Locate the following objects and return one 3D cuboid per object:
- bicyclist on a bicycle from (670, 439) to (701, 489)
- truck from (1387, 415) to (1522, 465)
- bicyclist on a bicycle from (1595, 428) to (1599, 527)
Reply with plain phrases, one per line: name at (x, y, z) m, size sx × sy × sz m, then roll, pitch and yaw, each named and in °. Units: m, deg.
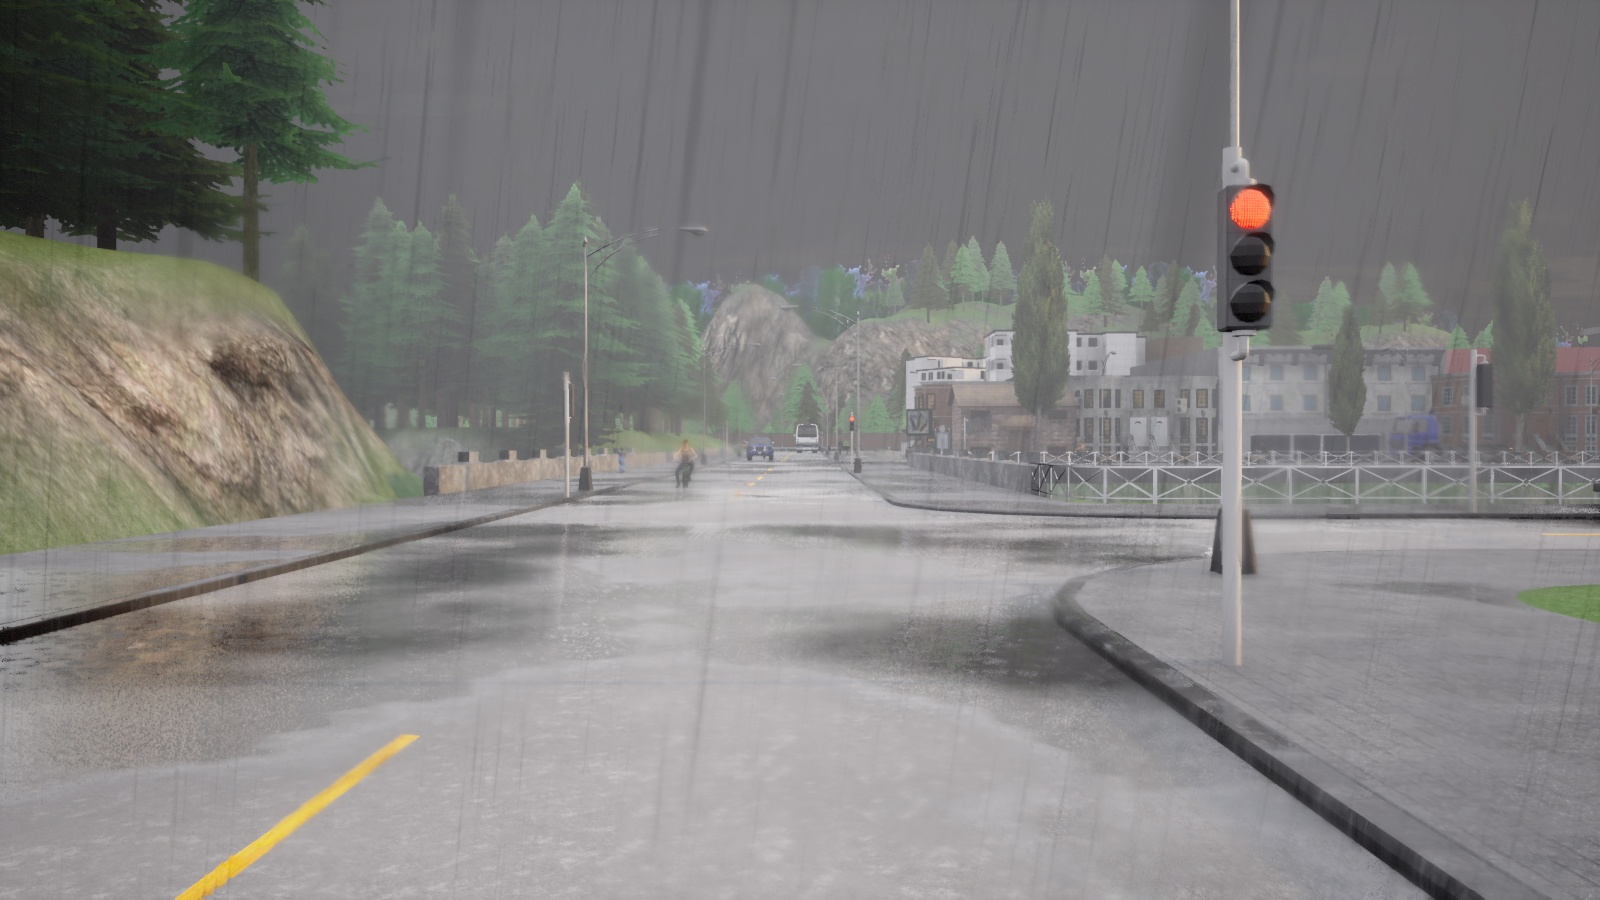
bicyclist on a bicycle at (-3.753, 0.448, 41.180) m, size 0.866 × 1.612 × 1.509 m, roll 0°, pitch 0°, yaw 0°
truck at (45.689, -0.694, 87.848) m, size 7.936 × 3.462 × 2.891 m, roll 0°, pitch 0°, yaw 0°
bicyclist on a bicycle at (15.303, 0.503, 22.362) m, size 1.843 × 1.776 × 0.659 m, roll 0°, pitch 0°, yaw 0°
